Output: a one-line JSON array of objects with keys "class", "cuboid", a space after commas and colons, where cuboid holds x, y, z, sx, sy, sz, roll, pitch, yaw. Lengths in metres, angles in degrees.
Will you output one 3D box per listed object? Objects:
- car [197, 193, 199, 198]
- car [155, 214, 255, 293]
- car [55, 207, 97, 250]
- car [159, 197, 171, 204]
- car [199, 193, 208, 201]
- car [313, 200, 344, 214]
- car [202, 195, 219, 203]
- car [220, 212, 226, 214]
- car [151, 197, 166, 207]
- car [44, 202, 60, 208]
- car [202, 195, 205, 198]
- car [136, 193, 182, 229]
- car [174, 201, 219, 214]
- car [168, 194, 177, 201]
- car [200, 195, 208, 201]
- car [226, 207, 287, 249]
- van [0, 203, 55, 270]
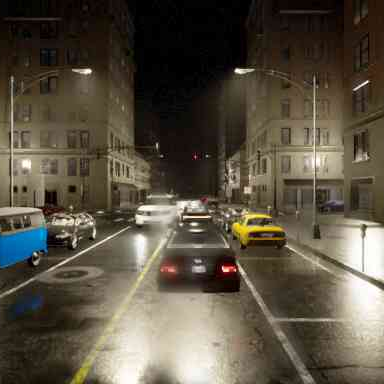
[{"class": "car", "cuboid": [2.980, 1.305, 80.483, 2.192, 1.841, 5.009, 0, 0, 0]}, {"class": "car", "cuboid": [0.136, 1.547, 8.970, 2.033, 1.411, 5.357, 0, 0, 0]}, {"class": "car", "cuboid": [-5.332, 1.550, 14.145, 2.008, 1.369, 4.403, 0, 0, 0]}, {"class": "car", "cuboid": [-5.118, 1.561, 63.470, 1.947, 1.339, 4.313, 0, 0, 0]}, {"class": "car", "cuboid": [2.931, 1.434, 69.120, 1.967, 1.590, 4.097, 0, 0, 0]}, {"class": "car", "cuboid": [14.660, 1.473, 34.106, 4.181, 1.385, 1.994, 0, 0, 0]}, {"class": "car", "cuboid": [2.834, 1.549, 46.393, 2.008, 1.369, 4.403, 0, 0, 0]}, {"class": "car", "cuboid": [2.720, 1.550, 19.517, 2.008, 1.369, 4.403, 0, 0, 0]}, {"class": "car", "cuboid": [-5.168, 1.523, 51.938, 1.752, 1.417, 4.829, 0, 0, 0]}, {"class": "car", "cuboid": [-14.031, 1.633, 31.119, 4.181, 1.385, 1.994, 0, 0, 3]}, {"class": "car", "cuboid": [2.858, 1.579, 52.074, 1.802, 1.307, 4.206, 0, 0, 0]}, {"class": "car", "cuboid": [-2.106, 1.222, 21.761, 2.150, 2.045, 5.566, 0, 0, 3]}, {"class": "car", "cuboid": [0.192, 1.491, 19.416, 2.128, 1.511, 4.902, 0, 0, -2]}, {"class": "car", "cuboid": [-5.021, 1.428, 86.194, 1.967, 1.590, 4.097, 0, 0, 0]}, {"class": "car", "cuboid": [3.004, 1.554, 86.165, 1.947, 1.339, 4.313, 0, 0, 0]}, {"class": "car", "cuboid": [2.703, 1.525, 14.281, 1.752, 1.417, 4.829, 0, 0, 0]}, {"class": "van", "cuboid": [-5.357, 1.341, 8.738, 1.690, 1.788, 3.998, 0, 0, 0]}]
